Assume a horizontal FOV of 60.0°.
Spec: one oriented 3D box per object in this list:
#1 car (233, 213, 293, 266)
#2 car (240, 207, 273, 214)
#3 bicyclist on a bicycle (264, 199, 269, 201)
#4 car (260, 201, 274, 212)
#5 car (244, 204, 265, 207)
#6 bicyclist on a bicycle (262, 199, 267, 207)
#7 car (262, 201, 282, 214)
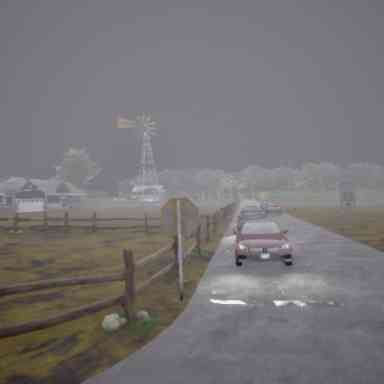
[{"bbox_3d":[2.583,1.759,12.582,1.812,1.442,4.674,-2,-1,8],"label":"car"},{"bbox_3d":[4.097,1.956,22.459,1.994,1.385,4.181,-2,-1,9],"label":"car"},{"bbox_3d":[13.598,2.101,59.583,0.659,1.776,1.843,-2,-1,9],"label":"bicyclist on a bicycle"},{"bbox_3d":[11.546,2.177,51.390,1.837,1.490,4.892,-2,-1,9],"label":"car"},{"bbox_3d":[5.762,2.101,32.961,2.033,1.411,5.357,-2,-1,9],"label":"car"},{"bbox_3d":[15.001,2.267,68.474,0.866,1.612,1.509,-2,-1,9],"label":"bicyclist on a bicycle"},{"bbox_3d":[9.968,2.048,41.108,2.128,1.511,4.902,-2,-1,9],"label":"car"}]
